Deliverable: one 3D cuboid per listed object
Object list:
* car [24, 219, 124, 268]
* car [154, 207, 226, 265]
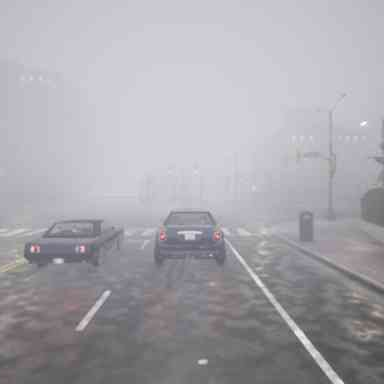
[{"bbox_3d":[-3.577,1.544,11.108,1.895,1.301,4.718,0,0,0],"label":"car"},{"bbox_3d":[-0.060,1.290,11.605,2.097,1.767,4.553,0,0,0],"label":"car"}]
